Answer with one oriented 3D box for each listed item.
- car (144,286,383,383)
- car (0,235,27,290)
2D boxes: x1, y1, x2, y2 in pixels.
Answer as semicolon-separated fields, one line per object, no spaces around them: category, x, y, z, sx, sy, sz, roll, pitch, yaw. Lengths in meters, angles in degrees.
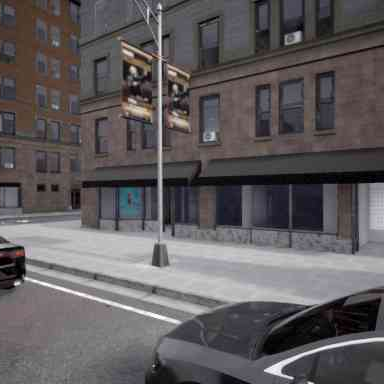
car;1.805;1.505;2.400;4.892;1.490;1.837;0;0;35
car;-5.929;1.477;7.890;5.008;1.535;1.882;0;0;35
